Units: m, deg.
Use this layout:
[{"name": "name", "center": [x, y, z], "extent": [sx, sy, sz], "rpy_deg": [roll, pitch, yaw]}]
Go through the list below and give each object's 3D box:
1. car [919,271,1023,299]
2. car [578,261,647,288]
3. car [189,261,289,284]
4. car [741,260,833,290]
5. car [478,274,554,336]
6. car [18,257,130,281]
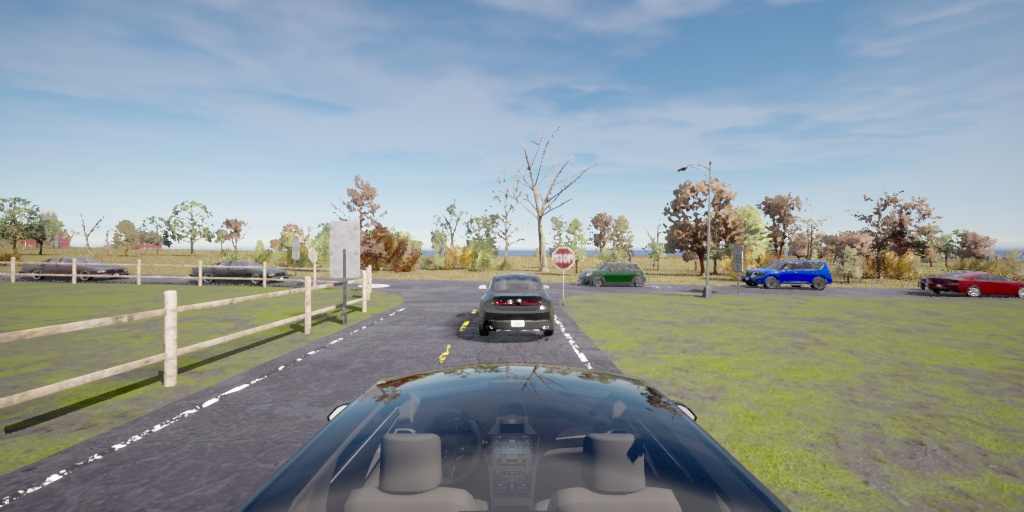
[{"name": "car", "center": [29.645, 1.799, 22.808], "extent": [5.008, 1.535, 1.882], "rpy_deg": [1, 1, 0]}, {"name": "car", "center": [6.996, 1.230, 25.300], "extent": [4.553, 1.767, 2.097], "rpy_deg": [1, 1, -8]}, {"name": "car", "center": [-17.419, 1.008, 22.999], "extent": [5.357, 1.411, 2.033], "rpy_deg": [1, 1, 0]}, {"name": "car", "center": [19.695, 1.319, 25.791], "extent": [5.566, 2.045, 2.150], "rpy_deg": [1, 1, 0]}, {"name": "car", "center": [0.079, 1.252, 10.377], "extent": [1.837, 1.490, 4.892], "rpy_deg": [0, 0, -1]}, {"name": "car", "center": [-28.050, 0.805, 23.036], "extent": [5.357, 1.411, 2.033], "rpy_deg": [1, 1, 0]}]
